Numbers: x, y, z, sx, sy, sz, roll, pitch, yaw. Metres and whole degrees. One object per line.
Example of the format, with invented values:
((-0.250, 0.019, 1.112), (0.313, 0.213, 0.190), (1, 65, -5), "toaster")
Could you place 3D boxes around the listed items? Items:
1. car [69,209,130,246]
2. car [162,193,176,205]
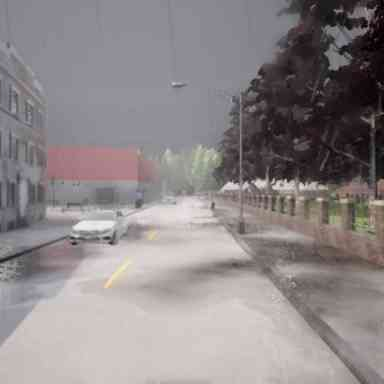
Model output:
((-4.097, 1.527, 15.436), (1.812, 1.442, 4.674), (0, 0, 0), "car")
((-3.982, 1.225, 58.986), (2.150, 2.045, 5.566), (0, 0, 1), "car")
